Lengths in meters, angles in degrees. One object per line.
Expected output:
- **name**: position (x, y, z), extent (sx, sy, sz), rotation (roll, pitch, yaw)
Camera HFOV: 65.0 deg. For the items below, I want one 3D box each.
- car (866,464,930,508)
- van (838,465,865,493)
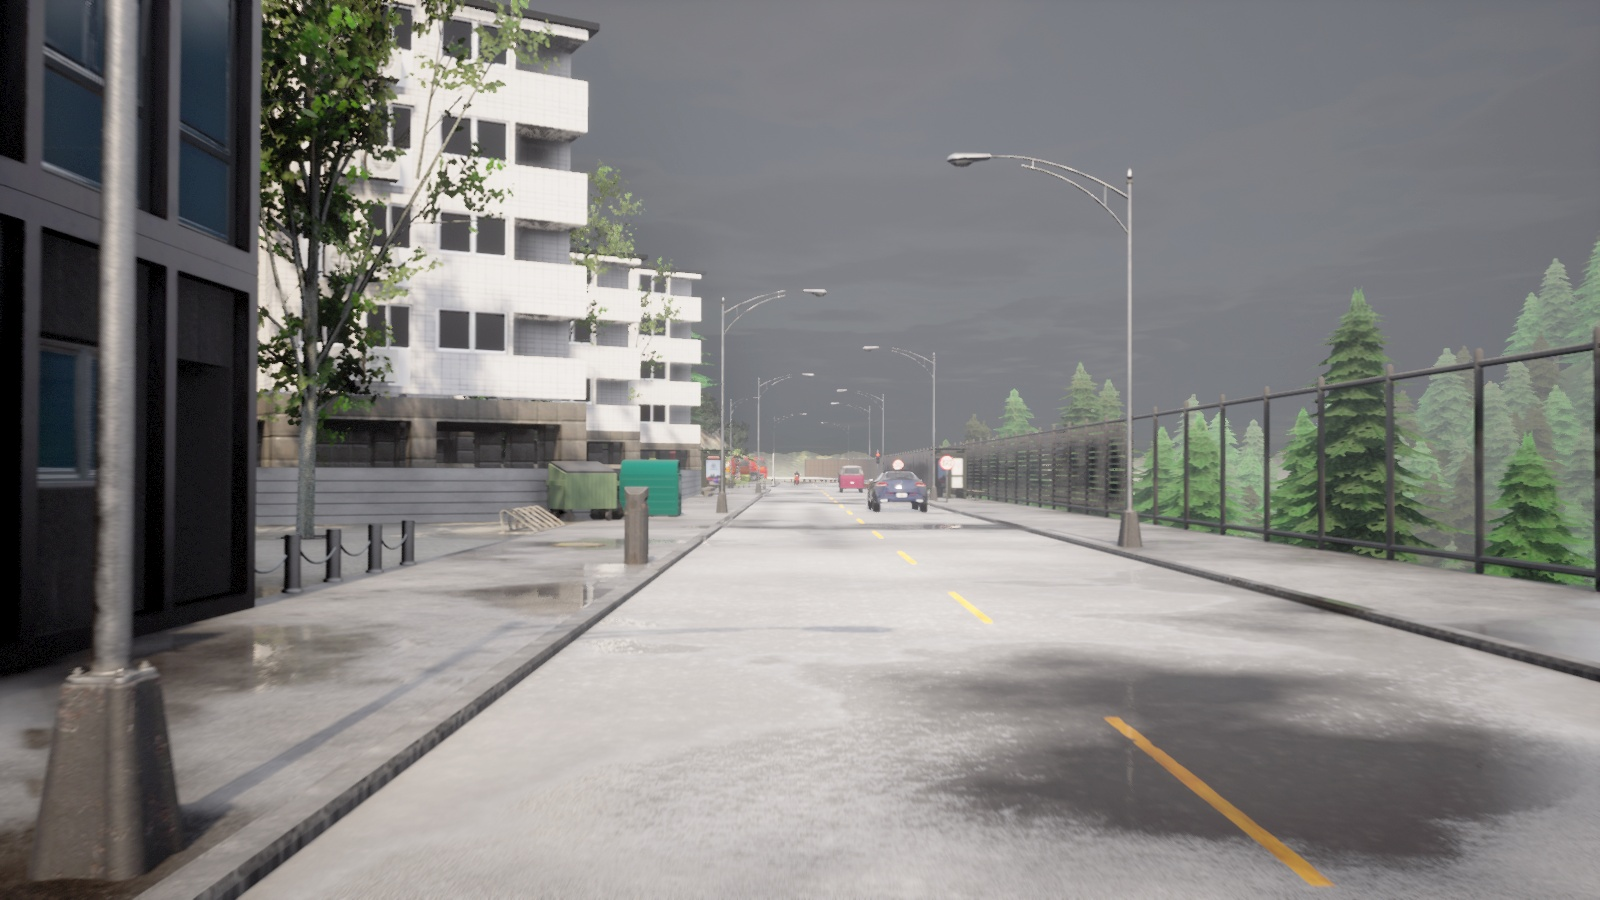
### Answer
- **car**: position (3.869, 1.420, 50.333), extent (2.152, 1.651, 5.027), rotation (0, -1, 0)
- **van**: position (3.758, 2.101, 92.530), extent (1.775, 1.987, 4.442), rotation (0, -1, 0)
